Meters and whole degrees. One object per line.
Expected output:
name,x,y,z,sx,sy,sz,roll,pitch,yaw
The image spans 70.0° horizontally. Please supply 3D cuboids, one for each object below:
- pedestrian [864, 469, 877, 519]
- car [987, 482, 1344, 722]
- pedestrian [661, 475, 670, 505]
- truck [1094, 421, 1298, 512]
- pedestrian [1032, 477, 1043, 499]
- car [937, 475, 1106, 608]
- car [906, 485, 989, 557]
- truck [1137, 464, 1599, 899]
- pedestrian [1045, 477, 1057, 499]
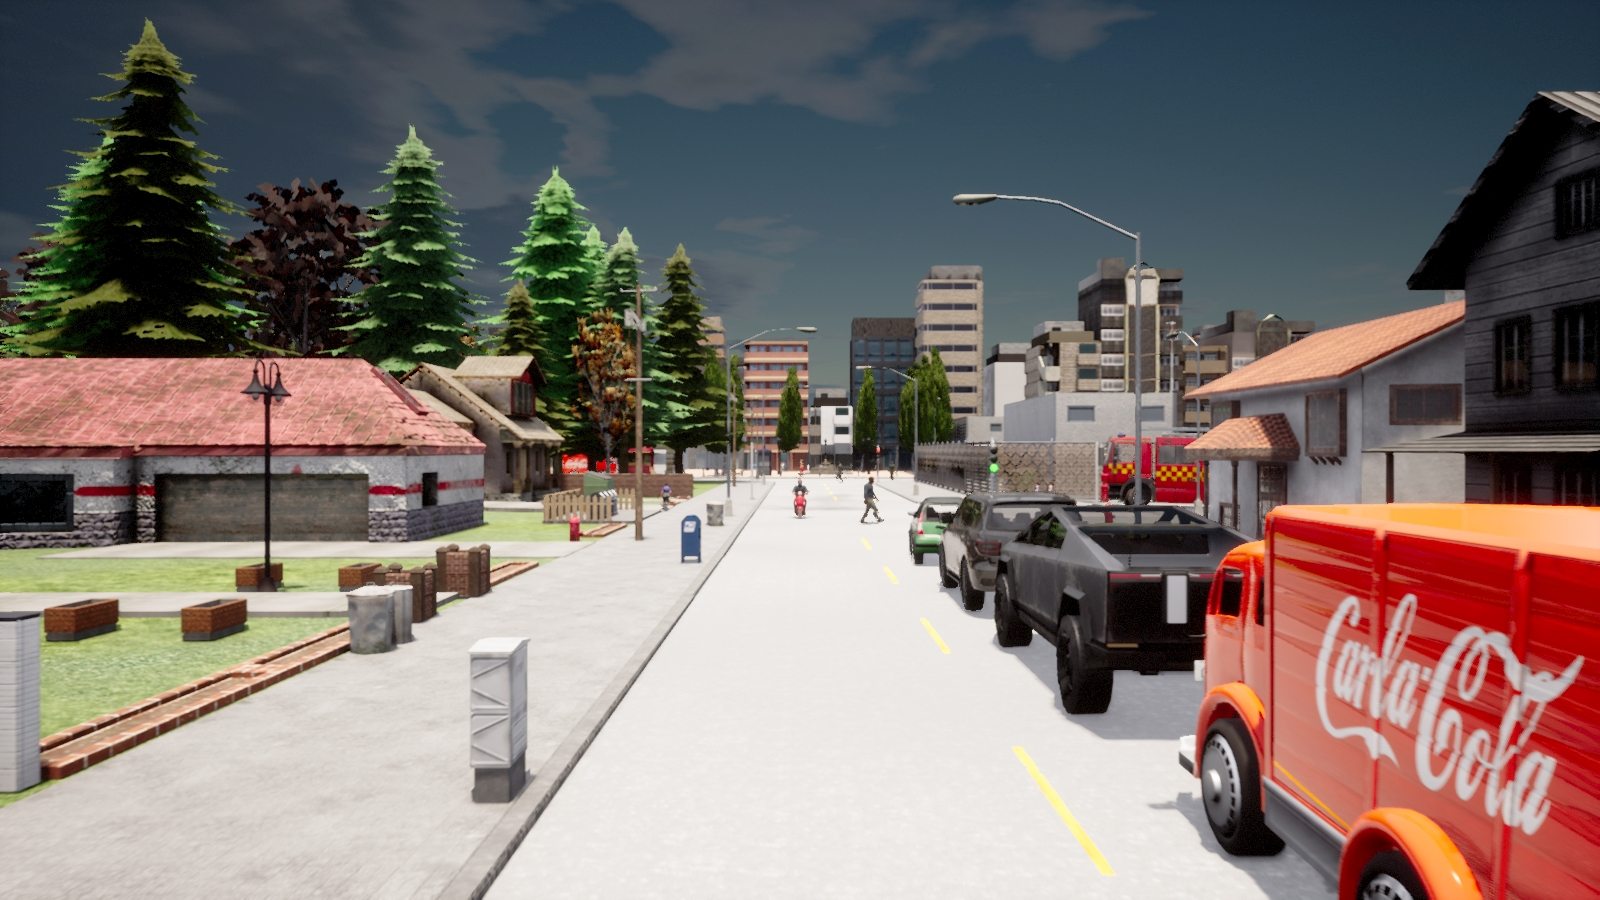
pedestrian,2.635,1.628,42.770,0.375,1.860,0.375,0,0,19
car,3.982,1.533,13.990,2.390,2.098,6.274,0,0,0
pedestrian,-5.946,1.752,50.466,0.375,1.300,0.375,0,0,0
truck,17.957,0.669,52.221,8.468,3.827,2.891,1,1,18
pedestrian,11.949,1.895,57.504,0.500,1.100,0.500,0,0,12
car,3.942,1.559,21.411,2.150,2.045,5.566,0,0,1
car,3.734,1.779,29.563,1.851,1.617,3.988,0,0,3
truck,3.994,1.348,6.500,2.627,2.467,5.204,0,0,0
pedestrian,12.619,1.894,57.493,0.500,1.100,0.500,0,0,4
